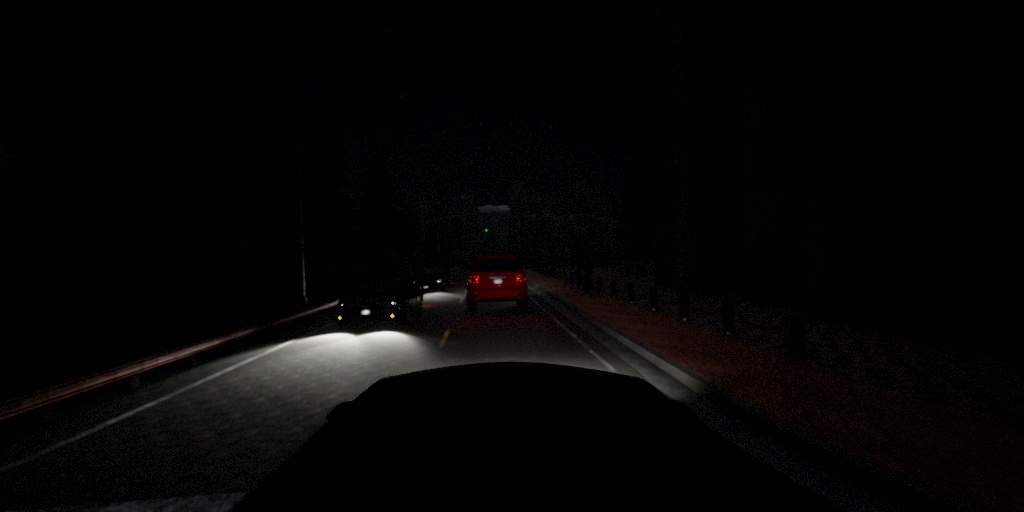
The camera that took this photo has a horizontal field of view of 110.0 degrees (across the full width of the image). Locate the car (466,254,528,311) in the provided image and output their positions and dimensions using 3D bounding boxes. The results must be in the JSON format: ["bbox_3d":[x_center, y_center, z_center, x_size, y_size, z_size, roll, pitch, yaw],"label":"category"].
[{"bbox_3d":[-0.666,0.935,14.604,2.150,2.045,5.566,-1,0,-4],"label":"car"}]

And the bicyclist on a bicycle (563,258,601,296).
[{"bbox_3d":[3.003,0.924,15.395,1.656,1.620,0.582,-1,0,-4],"label":"bicyclist on a bicycle"}]

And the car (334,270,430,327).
[{"bbox_3d":[-4.197,1.375,11.933,1.994,1.385,4.181,-1,0,-4],"label":"car"}]

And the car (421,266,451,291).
[{"bbox_3d":[-4.924,1.330,22.571,2.033,1.411,5.357,-1,0,-3],"label":"car"}]
